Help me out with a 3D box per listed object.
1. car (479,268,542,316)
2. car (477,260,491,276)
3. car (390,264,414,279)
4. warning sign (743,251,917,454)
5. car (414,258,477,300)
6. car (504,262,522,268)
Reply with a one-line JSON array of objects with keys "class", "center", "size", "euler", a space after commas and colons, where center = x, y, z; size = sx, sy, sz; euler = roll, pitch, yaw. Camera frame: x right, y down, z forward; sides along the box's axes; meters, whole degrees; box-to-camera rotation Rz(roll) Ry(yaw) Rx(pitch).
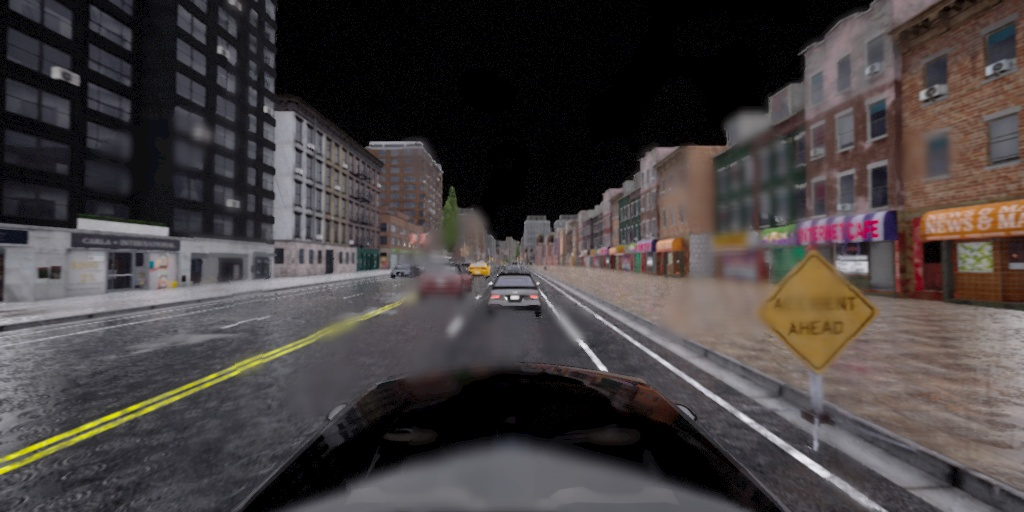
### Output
[{"class": "car", "center": [0.091, 1.330, 13.510], "size": [2.033, 1.411, 5.357], "euler": [0, 0, 0]}, {"class": "car", "center": [-3.156, 1.355, 35.391], "size": [1.882, 1.535, 5.008], "euler": [0, 0, 0]}, {"class": "car", "center": [-9.852, 1.430, 33.573], "size": [1.994, 1.385, 4.181], "euler": [0, 0, 0]}, {"class": "warning sign", "center": [3.225, 0.874, 3.781], "size": [1.300, 1.860, 1.060], "euler": [0, 0, 0]}, {"class": "car", "center": [-3.157, 1.148, 18.084], "size": [2.097, 1.767, 4.553], "euler": [0, 0, 0]}, {"class": "car", "center": [0.092, 1.457, 32.027], "size": [1.895, 1.301, 4.718], "euler": [0, 0, 0]}]
